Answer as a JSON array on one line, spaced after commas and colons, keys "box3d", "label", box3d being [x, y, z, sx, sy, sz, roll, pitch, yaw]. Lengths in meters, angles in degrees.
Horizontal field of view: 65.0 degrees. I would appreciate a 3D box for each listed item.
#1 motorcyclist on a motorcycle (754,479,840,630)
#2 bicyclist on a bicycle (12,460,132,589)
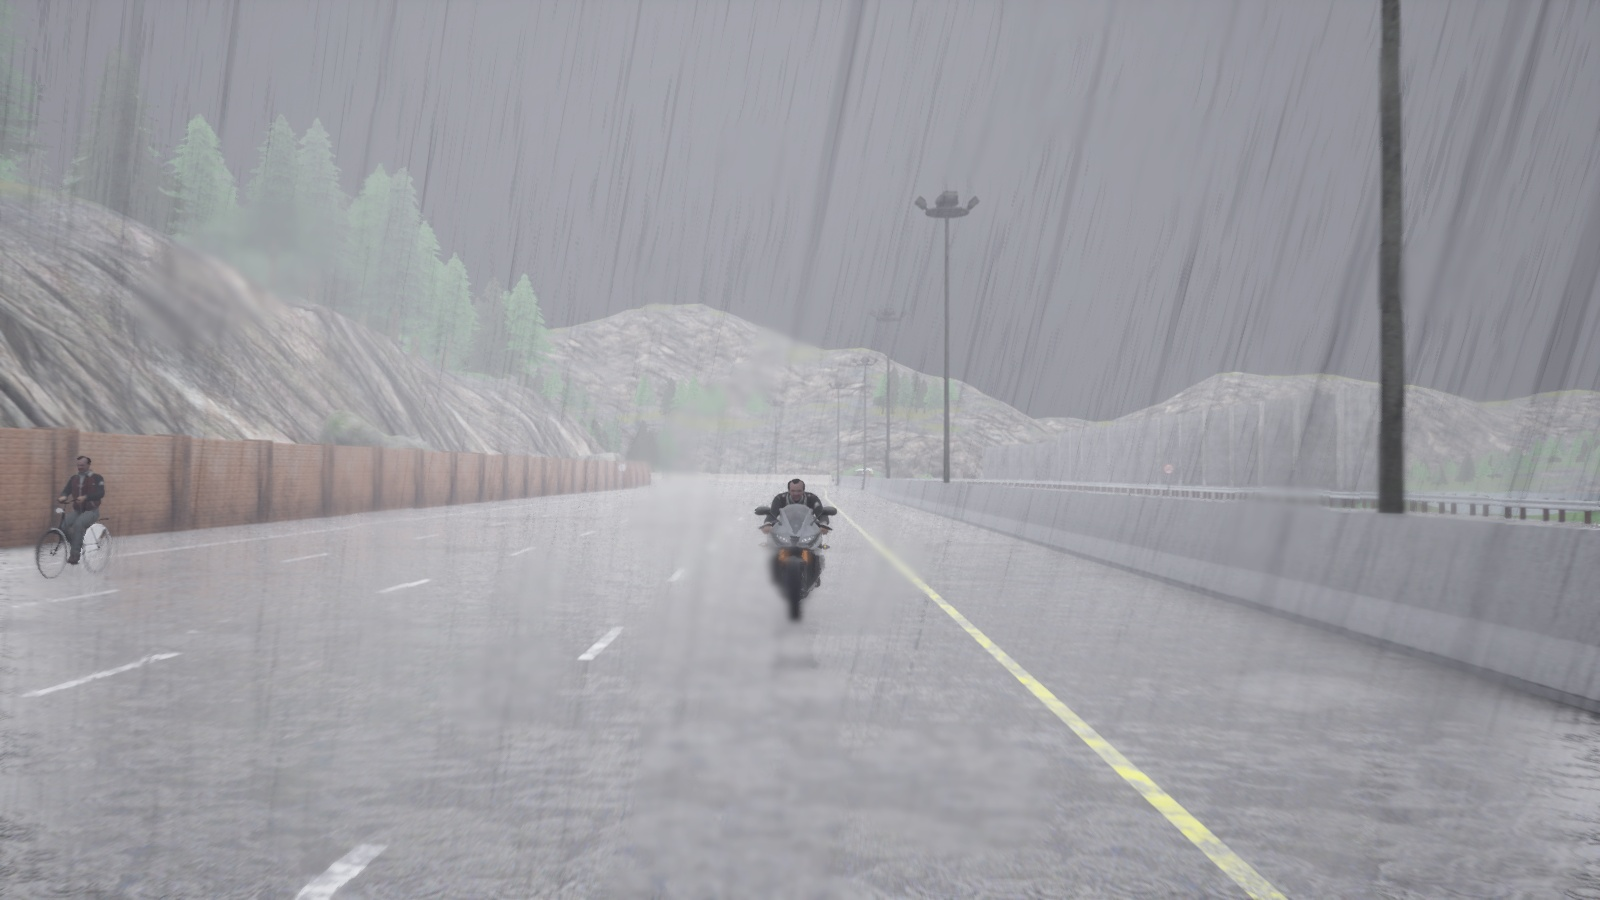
[{"box3d": [-0.034, 1.094, 13.940, 0.866, 1.530, 2.191, 0, -1, 0], "label": "motorcyclist on a motorcycle"}, {"box3d": [-10.545, 1.047, 18.264, 0.659, 1.776, 1.843, 0, -1, 0], "label": "bicyclist on a bicycle"}]
